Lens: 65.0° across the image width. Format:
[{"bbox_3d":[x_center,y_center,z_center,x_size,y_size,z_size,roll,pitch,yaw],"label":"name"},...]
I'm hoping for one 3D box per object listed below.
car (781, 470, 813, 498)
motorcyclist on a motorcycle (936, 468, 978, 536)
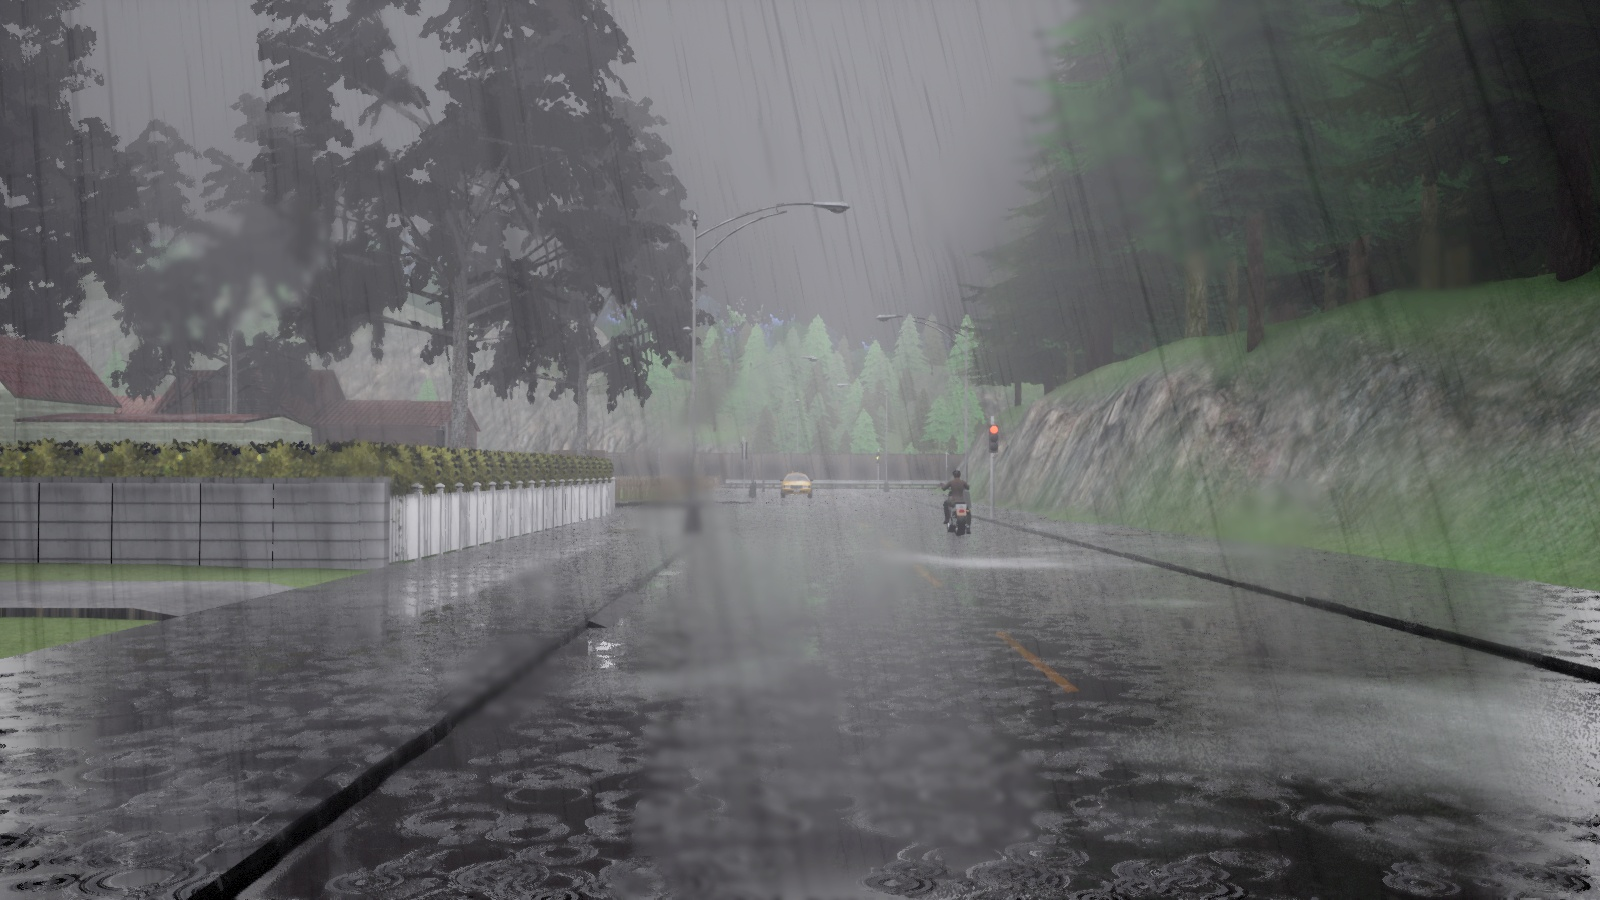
[{"bbox_3d":[-0.184,1.989,73.693,1.801,1.575,5.366,0,-1,0],"label":"car"},{"bbox_3d":[3.921,1.277,31.522,0.766,1.649,2.350,0,-1,0],"label":"motorcyclist on a motorcycle"}]
